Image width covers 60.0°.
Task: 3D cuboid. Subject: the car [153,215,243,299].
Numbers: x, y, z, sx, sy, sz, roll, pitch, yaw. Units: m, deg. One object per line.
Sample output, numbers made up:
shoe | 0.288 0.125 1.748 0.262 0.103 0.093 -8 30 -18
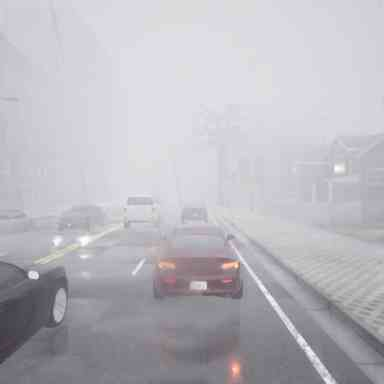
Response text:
car | 0.128 1.523 8.300 1.812 1.442 4.674 0 0 0

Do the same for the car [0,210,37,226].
car | -9.791 1.593 16.791 1.895 1.301 4.718 0 0 0

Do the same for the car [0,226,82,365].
car | -3.139 1.477 3.969 1.882 1.535 5.008 0 0 0

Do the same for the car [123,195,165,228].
car | -3.071 1.211 22.065 2.150 2.045 5.566 0 0 0

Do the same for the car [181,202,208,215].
car | 0.189 1.465 25.280 1.882 1.535 5.008 0 0 0

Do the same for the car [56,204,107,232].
car | -6.530 1.495 20.138 1.837 1.490 4.892 0 0 0
